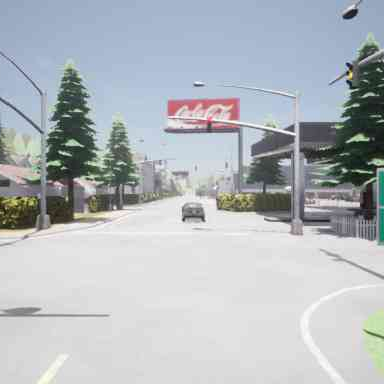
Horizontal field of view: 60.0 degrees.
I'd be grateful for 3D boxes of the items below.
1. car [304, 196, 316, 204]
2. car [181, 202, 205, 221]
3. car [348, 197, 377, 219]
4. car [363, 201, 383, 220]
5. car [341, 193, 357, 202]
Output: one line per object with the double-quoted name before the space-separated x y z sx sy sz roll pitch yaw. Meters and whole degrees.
"car" 22.368 1.552 64.040 1.970 1.475 3.806 0 0 0
"car" 0.105 1.549 27.184 2.033 1.411 5.357 0 0 -1
"car" 14.317 1.505 24.957 3.866 1.878 1.905 0 0 0
"car" 18.631 1.672 30.636 4.611 1.667 2.242 0 0 0
"car" 34.755 1.490 71.858 2.007 1.523 4.514 0 0 0
